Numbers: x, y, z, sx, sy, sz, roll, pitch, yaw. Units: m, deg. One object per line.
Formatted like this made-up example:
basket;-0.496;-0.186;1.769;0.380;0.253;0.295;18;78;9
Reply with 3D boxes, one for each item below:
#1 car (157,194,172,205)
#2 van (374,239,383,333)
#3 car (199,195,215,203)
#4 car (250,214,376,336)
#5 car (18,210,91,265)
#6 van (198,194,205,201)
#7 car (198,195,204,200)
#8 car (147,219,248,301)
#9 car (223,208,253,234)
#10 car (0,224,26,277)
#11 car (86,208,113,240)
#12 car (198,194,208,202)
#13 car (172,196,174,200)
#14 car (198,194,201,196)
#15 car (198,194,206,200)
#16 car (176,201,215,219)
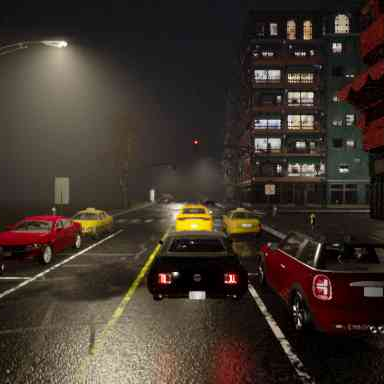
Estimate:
car;-5.299;1.457;61.107;1.967;1.590;4.097;1;0;0
van;2.576;1.341;1.112;1.690;1.788;3.998;1;0;0
car;2.579;1.565;50.261;2.008;1.369;4.403;1;0;0
car;2.576;1.442;6.658;1.967;1.590;4.097;1;0;0
car;-5.305;1.548;11.785;1.887;1.381;4.507;1;0;0
van;2.585;1.369;89.889;1.690;1.788;3.998;1;0;0
car;2.584;1.555;95.720;1.752;1.417;4.829;1;0;0
car;0.101;1.603;8.300;1.895;1.301;4.718;0;0;0
car;2.576;1.530;17.917;1.752;1.417;4.829;1;0;0
car;-5.306;1.552;6.248;2.008;1.369;4.403;1;0;0
car;-5.304;1.529;17.151;1.752;1.417;4.829;1;0;0
car;2.585;1.338;78.567;2.192;1.841;5.009;1;0;0
car;-5.297;1.334;66.762;2.192;1.841;5.009;1;0;0
car;2.581;1.587;72.905;1.947;1.339;4.313;1;0;0
car;2.580;1.599;61.583;1.802;1.307;4.206;1;0;0
car;0.104;1.482;18.417;1.882;1.535;5.008;0;0;0
